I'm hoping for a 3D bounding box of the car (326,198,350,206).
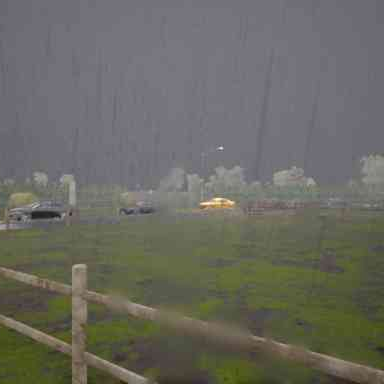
[{"bbox_3d":[22.395,1.587,51.108,4.674,1.442,1.812,0,0,-36],"label":"car"}]

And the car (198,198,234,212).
[{"bbox_3d":[2.882,1.496,39.338,5.008,1.535,1.882,0,0,-40],"label":"car"}]

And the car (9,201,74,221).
[{"bbox_3d":[-11.672,1.488,25.904,2.128,1.511,4.902,1,0,44],"label":"car"}]

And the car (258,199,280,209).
[{"bbox_3d":[11.204,1.630,46.153,4.718,1.301,1.895,0,0,-38],"label":"car"}]

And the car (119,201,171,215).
[{"bbox_3d":[-4.526,1.555,32.802,5.357,1.411,2.033,0,0,-43],"label":"car"}]

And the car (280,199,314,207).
[{"bbox_3d":[14.478,1.650,45.084,4.718,1.301,1.895,0,0,-37],"label":"car"}]
